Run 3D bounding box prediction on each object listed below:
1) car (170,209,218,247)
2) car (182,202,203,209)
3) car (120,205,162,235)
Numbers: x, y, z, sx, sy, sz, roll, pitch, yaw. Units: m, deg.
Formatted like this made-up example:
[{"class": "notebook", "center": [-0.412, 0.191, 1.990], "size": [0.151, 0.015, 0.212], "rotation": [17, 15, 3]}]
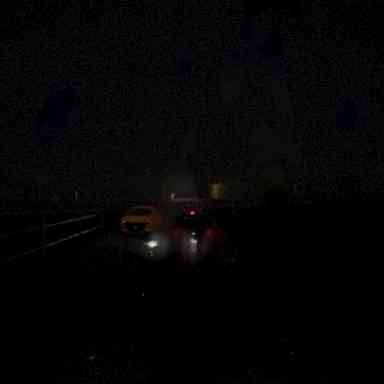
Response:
[{"class": "car", "center": [0.067, 1.655, 15.189], "size": [1.895, 1.301, 4.718], "rotation": [0, 0, 0]}, {"class": "car", "center": [0.037, 1.621, 30.004], "size": [1.812, 1.442, 4.674], "rotation": [0, 0, 0]}, {"class": "car", "center": [-2.885, 1.545, 19.441], "size": [1.882, 1.535, 5.008], "rotation": [0, 0, 0]}]
